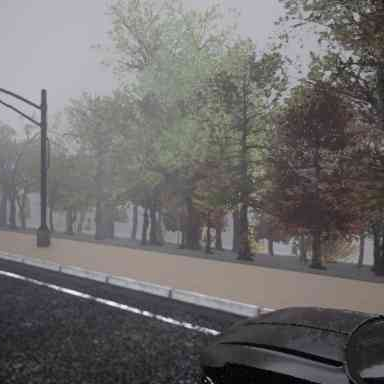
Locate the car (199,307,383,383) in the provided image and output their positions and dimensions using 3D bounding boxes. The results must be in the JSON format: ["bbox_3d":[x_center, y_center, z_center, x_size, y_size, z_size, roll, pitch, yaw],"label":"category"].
[{"bbox_3d":[2.338,1.478,2.026,5.008,1.535,1.882,0,0,35],"label":"car"}]
